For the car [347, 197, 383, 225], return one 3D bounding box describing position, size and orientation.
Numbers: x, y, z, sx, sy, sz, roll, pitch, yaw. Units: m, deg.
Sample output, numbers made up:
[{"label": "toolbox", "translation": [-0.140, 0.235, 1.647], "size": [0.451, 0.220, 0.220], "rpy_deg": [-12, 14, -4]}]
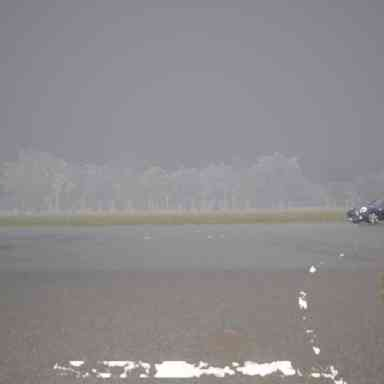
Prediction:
[{"label": "car", "translation": [12.354, 1.107, 21.216], "size": [4.553, 1.767, 2.097], "rpy_deg": [-1, -3, -1]}]
